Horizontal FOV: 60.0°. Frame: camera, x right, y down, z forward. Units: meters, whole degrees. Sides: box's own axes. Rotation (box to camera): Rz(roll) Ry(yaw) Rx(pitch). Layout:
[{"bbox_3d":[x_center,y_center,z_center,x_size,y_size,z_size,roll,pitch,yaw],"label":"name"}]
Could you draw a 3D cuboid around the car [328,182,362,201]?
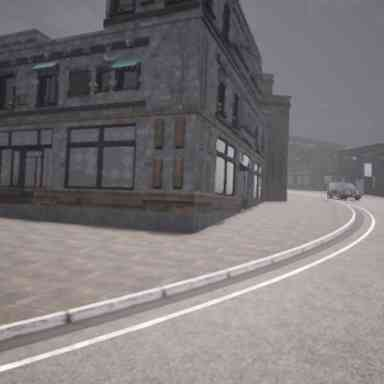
[{"bbox_3d":[17.871,-0.097,39.170,2.150,2.045,5.566,2,3,3],"label":"car"}]
